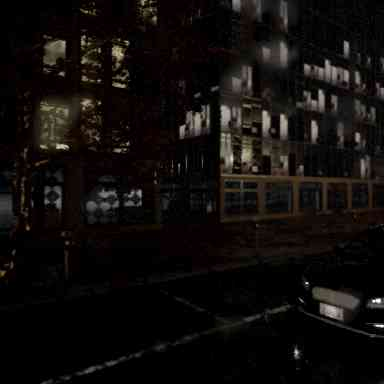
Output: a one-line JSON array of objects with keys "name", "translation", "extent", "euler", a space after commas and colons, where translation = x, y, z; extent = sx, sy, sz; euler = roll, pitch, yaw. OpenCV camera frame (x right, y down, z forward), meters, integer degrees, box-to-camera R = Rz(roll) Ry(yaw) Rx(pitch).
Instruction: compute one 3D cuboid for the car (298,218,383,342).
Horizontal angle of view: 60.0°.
[{"name": "car", "translation": [4.008, 1.452, 6.243], "extent": [4.902, 1.511, 2.128], "euler": [0, 0, -36]}]
